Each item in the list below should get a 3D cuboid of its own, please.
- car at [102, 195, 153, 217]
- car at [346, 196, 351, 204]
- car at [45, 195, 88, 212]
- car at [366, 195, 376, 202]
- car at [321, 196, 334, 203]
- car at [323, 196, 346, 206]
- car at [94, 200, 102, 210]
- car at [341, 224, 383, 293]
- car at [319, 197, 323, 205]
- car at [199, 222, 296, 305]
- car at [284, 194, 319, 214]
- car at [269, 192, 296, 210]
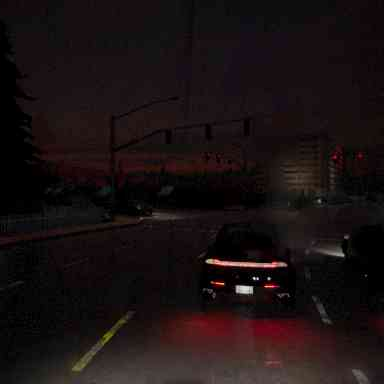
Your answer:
[{"bbox_3d":[-5.986,1.407,31.975,4.553,1.767,2.097,0,0,32],"label":"car"},{"bbox_3d":[30.293,1.525,65.805,2.128,1.511,4.902,0,0,32],"label":"car"},{"bbox_3d":[-14.117,1.277,37.047,5.566,2.045,2.150,0,0,32],"label":"car"},{"bbox_3d":[42.671,1.525,79.280,2.128,1.511,4.902,0,0,32],"label":"car"},{"bbox_3d":[27.964,1.524,68.701,1.812,1.442,4.674,0,0,32],"label":"car"},{"bbox_3d":[23.742,1.547,55.281,2.033,1.411,5.357,0,0,32],"label":"car"},{"bbox_3d":[-9.084,1.547,38.037,4.902,1.511,2.128,0,0,32],"label":"car"},{"bbox_3d":[5.180,1.547,8.554,2.033,1.411,5.357,0,0,16],"label":"car"},{"bbox_3d":[21.247,1.505,57.887,1.837,1.490,4.892,0,0,32],"label":"car"},{"bbox_3d":[1.428,1.492,8.181,2.128,1.511,4.902,0,0,12],"label":"car"},{"bbox_3d":[11.977,1.388,36.153,2.097,1.767,4.553,0,0,32],"label":"car"},{"bbox_3d":[11.643,1.222,42.303,2.150,2.045,5.566,0,0,32],"label":"car"}]
